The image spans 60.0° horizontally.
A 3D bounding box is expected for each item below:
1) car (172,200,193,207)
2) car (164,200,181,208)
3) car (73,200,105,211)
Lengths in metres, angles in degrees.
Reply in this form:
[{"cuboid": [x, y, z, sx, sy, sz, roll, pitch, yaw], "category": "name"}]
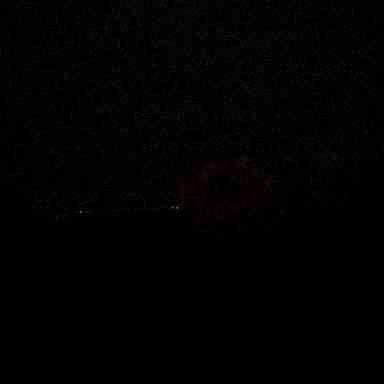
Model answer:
[{"cuboid": [-1.940, 2.281, 66.162, 1.994, 1.385, 4.181, -1, -1, 36], "category": "car"}, {"cuboid": [-2.684, 2.128, 59.099, 2.033, 1.411, 5.357, -1, -1, 36], "category": "car"}, {"cuboid": [-14.928, 1.954, 48.288, 1.882, 1.535, 5.008, -1, -1, 36], "category": "car"}]
